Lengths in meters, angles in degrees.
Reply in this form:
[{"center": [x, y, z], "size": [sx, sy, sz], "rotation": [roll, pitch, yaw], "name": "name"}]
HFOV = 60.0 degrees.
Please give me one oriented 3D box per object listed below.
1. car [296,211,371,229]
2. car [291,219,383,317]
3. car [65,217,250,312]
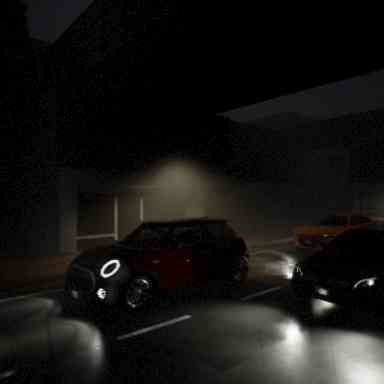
[{"center": [6.262, 1.607, 14.147], "size": [5.008, 1.535, 1.882], "rotation": [0, -1, -41], "name": "car"}, {"center": [4.210, 1.591, 7.761], "size": [4.674, 1.442, 1.812], "rotation": [0, -1, -41], "name": "car"}, {"center": [-0.660, 1.473, 8.191], "size": [4.553, 1.767, 2.097], "rotation": [0, -1, -41], "name": "car"}]
